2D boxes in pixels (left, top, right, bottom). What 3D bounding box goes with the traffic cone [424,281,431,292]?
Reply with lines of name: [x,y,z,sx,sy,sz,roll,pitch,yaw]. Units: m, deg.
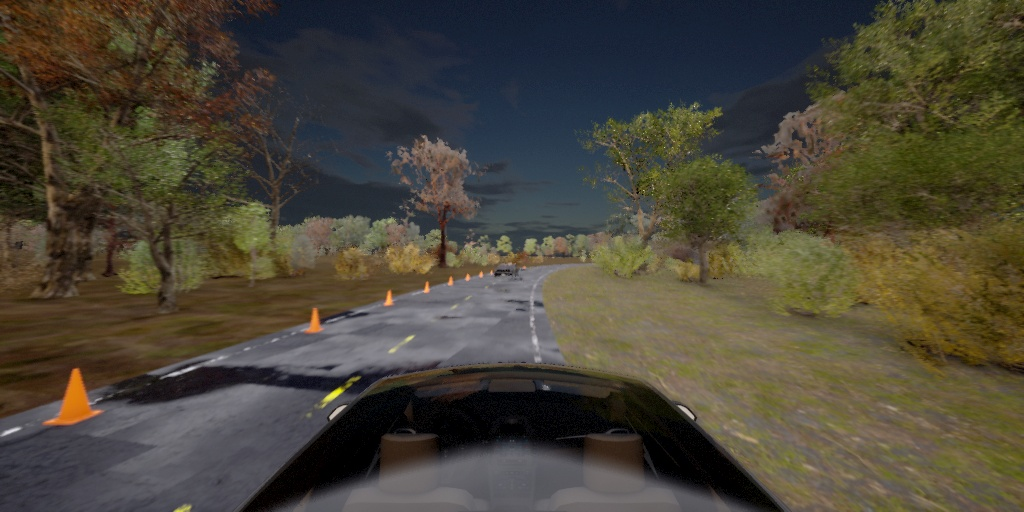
traffic cone: [-4.612,1.658,19.464,0.340,0.580,0.340,0,0,4]

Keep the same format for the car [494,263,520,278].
car: [-0.472,1.359,34.019,1.895,1.301,4.718,1,0,8]

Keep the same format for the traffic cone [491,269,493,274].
traffic cone: [-2.192,1.695,39.556,0.340,0.580,0.340,0,0,9]

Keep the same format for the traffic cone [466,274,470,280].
traffic cone: [-3.629,1.674,29.537,0.340,0.580,0.340,0,0,7]

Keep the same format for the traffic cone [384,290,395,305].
traffic cone: [-4.933,1.652,14.413,0.340,0.580,0.340,0,0,3]

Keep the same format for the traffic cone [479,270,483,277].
traffic cone: [-2.967,1.684,34.555,0.340,0.580,0.340,0,0,8]

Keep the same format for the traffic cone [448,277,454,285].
traffic cone: [-4.178,1.666,24.506,0.340,0.580,0.340,0,0,6]

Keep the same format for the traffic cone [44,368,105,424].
traffic cone: [-5.231,1.644,4.296,0.340,0.580,0.340,0,0,0]

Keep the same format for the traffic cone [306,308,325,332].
traffic cone: [-5.139,1.648,9.356,0.340,0.580,0.340,0,0,2]
